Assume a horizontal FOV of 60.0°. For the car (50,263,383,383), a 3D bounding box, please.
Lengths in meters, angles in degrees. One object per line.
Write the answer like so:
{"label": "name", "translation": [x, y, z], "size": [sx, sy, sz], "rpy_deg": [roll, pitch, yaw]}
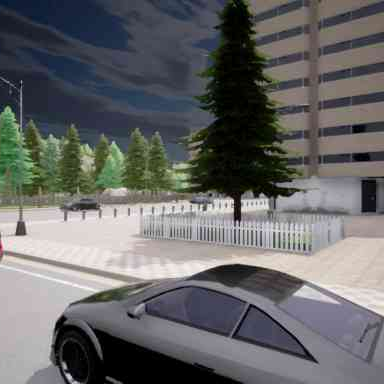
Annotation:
{"label": "car", "translation": [0.274, 1.564, 3.796], "size": [4.181, 1.385, 1.994], "rpy_deg": [0, 0, 35]}

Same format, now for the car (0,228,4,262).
{"label": "car", "translation": [-7.415, 1.221, 9.228], "size": [5.566, 2.045, 2.150], "rpy_deg": [0, 0, 36]}

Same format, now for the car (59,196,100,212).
{"label": "car", "translation": [-12.892, 1.352, 38.384], "size": [2.097, 1.767, 4.553], "rpy_deg": [0, 0, 35]}

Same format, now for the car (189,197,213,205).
{"label": "car", "translation": [1.656, 1.548, 58.684], "size": [2.033, 1.411, 5.357], "rpy_deg": [0, 0, 36]}
